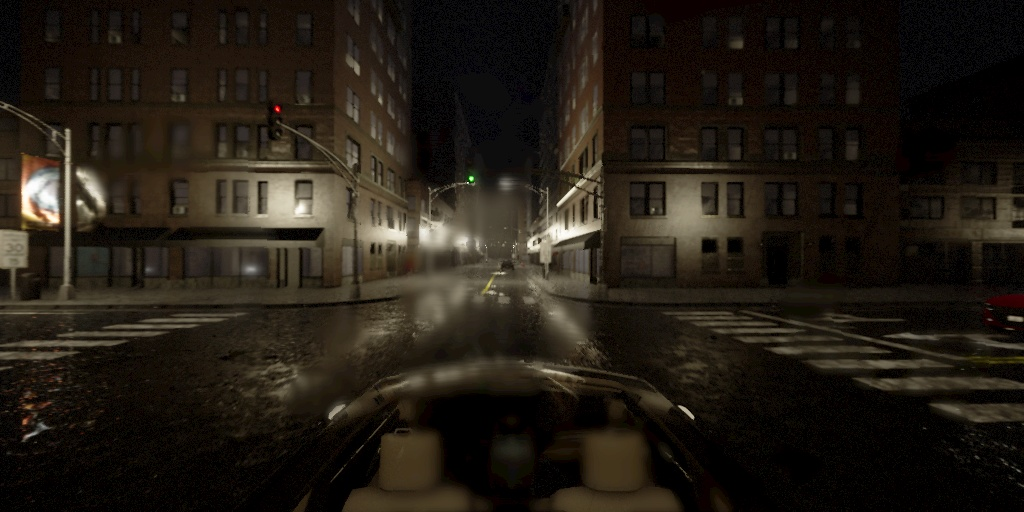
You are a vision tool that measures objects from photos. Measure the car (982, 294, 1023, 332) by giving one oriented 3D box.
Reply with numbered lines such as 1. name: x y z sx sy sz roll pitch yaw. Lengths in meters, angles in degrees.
1. car: 14.777 1.258 8.813 5.008 1.535 1.882 0 0 -1

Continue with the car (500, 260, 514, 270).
1. car: -0.696 1.341 53.945 1.882 1.535 5.008 0 0 -1
